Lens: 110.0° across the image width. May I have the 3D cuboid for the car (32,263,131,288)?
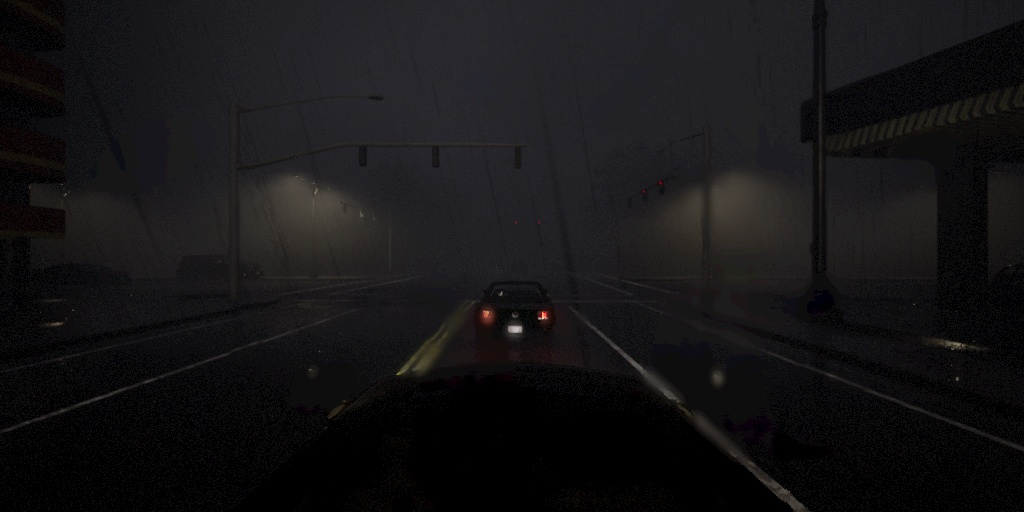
[{"bbox_3d":[-27.665,1.220,23.163,5.008,1.535,1.882,0,0,1],"label":"car"}]

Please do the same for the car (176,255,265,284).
[{"bbox_3d":[-21.517,0.962,26.568,5.566,2.045,2.150,0,0,1],"label":"car"}]

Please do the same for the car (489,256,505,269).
[{"bbox_3d":[-2.665,1.221,57.591,2.128,1.511,4.902,0,0,1],"label":"car"}]

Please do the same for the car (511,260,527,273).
[{"bbox_3d":[0.809,1.227,41.607,2.128,1.511,4.902,0,0,1],"label":"car"}]

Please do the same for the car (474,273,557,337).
[{"bbox_3d":[0.099,1.348,10.218,1.895,1.301,4.718,0,0,0],"label":"car"}]
